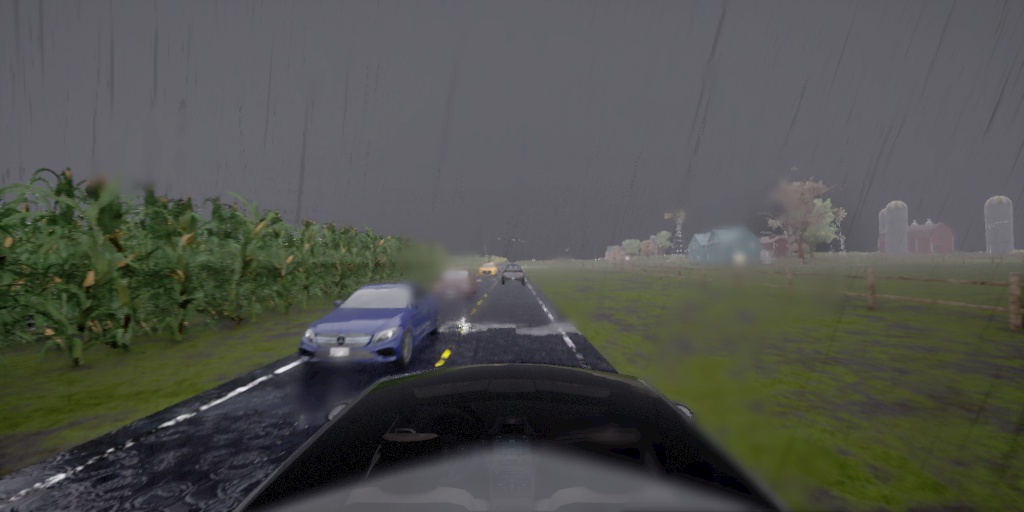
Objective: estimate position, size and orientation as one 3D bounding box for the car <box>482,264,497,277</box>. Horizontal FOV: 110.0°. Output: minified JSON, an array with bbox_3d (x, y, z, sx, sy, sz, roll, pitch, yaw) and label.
[{"bbox_3d":[-2.855,1.685,44.005,1.882,1.535,5.008,0,-1,0],"label":"car"}]

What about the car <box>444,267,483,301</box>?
[{"bbox_3d":[-2.814,1.463,19.005,1.812,1.442,4.674,0,0,1],"label":"car"}]

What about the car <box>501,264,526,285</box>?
[{"bbox_3d":[0.092,1.546,29.775,2.128,1.511,4.902,0,-1,0],"label":"car"}]

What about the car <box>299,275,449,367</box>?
[{"bbox_3d":[-2.842,1.347,8.254,1.812,1.442,4.674,0,-1,0],"label":"car"}]
